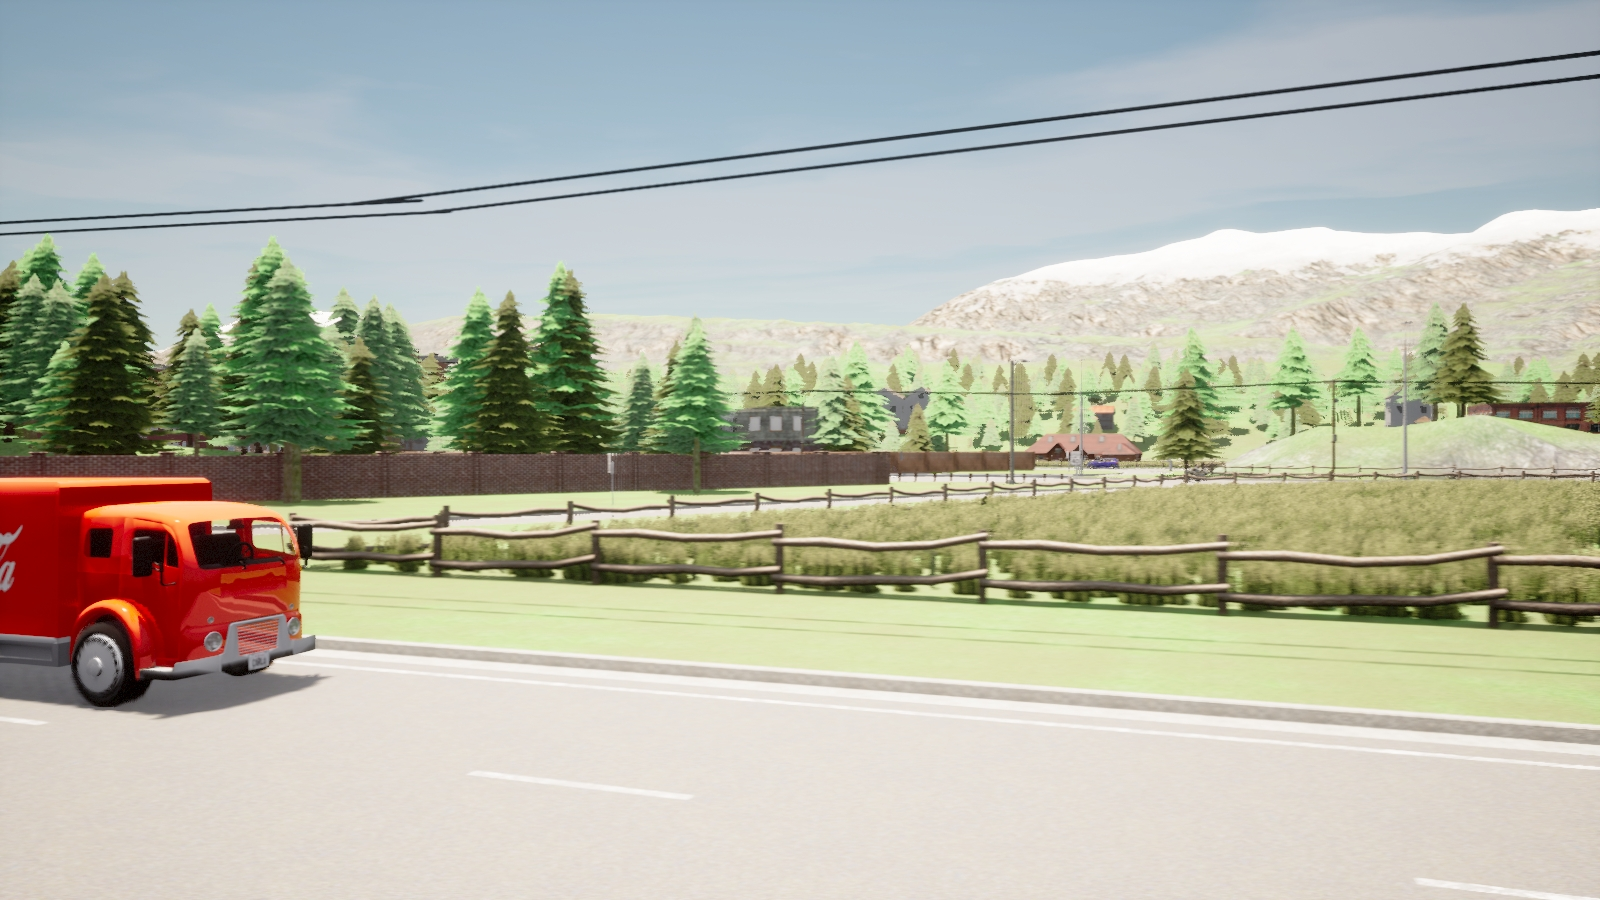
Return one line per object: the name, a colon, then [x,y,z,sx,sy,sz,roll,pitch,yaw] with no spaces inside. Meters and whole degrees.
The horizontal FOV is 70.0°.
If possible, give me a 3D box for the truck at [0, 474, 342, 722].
truck: [-8.592,1.568,13.873,5.204,2.467,2.627,0,0,20]
